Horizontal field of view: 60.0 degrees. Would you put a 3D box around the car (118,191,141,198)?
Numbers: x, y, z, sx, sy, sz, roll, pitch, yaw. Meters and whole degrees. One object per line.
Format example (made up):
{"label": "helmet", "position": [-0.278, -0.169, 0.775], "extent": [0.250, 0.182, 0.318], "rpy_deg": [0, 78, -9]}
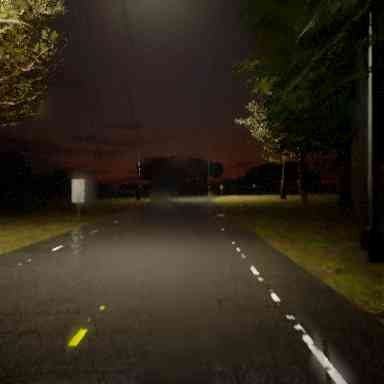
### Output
{"label": "car", "position": [-12.813, 0.530, 67.943], "extent": [4.674, 1.442, 1.812], "rpy_deg": [-1, -1, 0]}
